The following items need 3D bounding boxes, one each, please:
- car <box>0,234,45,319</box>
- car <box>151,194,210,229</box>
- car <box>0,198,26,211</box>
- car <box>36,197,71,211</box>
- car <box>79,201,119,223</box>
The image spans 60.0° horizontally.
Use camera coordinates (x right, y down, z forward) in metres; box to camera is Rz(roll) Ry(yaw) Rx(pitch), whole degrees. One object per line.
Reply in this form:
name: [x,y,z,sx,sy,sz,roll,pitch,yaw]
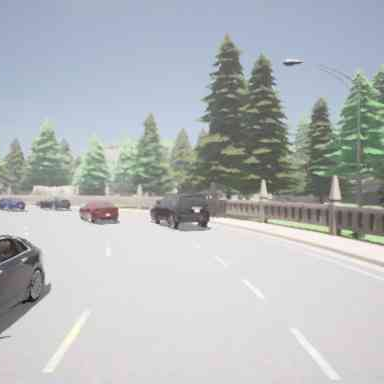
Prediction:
car: [-3.921,1.485,5.234,1.837,1.490,4.892,0,0,-4]
car: [-0.846,1.133,21.072,2.150,2.045,5.566,0,0,-25]
car: [-20.623,1.371,37.386,4.674,1.442,1.812,0,0,31]
car: [-16.104,1.331,38.618,4.902,1.511,2.128,0,0,35]
car: [-6.968,1.375,24.587,1.882,1.535,5.008,0,1,-32]
